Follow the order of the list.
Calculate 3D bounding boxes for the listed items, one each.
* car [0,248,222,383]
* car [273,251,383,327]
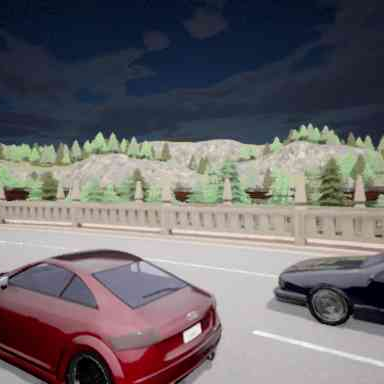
[{"bbox_3d":[-1.677,1.552,4.838,4.181,1.385,1.994,0,0,33],"label":"car"},{"bbox_3d":[4.109,1.518,5.249,5.357,1.411,2.033,0,0,35],"label":"car"}]
